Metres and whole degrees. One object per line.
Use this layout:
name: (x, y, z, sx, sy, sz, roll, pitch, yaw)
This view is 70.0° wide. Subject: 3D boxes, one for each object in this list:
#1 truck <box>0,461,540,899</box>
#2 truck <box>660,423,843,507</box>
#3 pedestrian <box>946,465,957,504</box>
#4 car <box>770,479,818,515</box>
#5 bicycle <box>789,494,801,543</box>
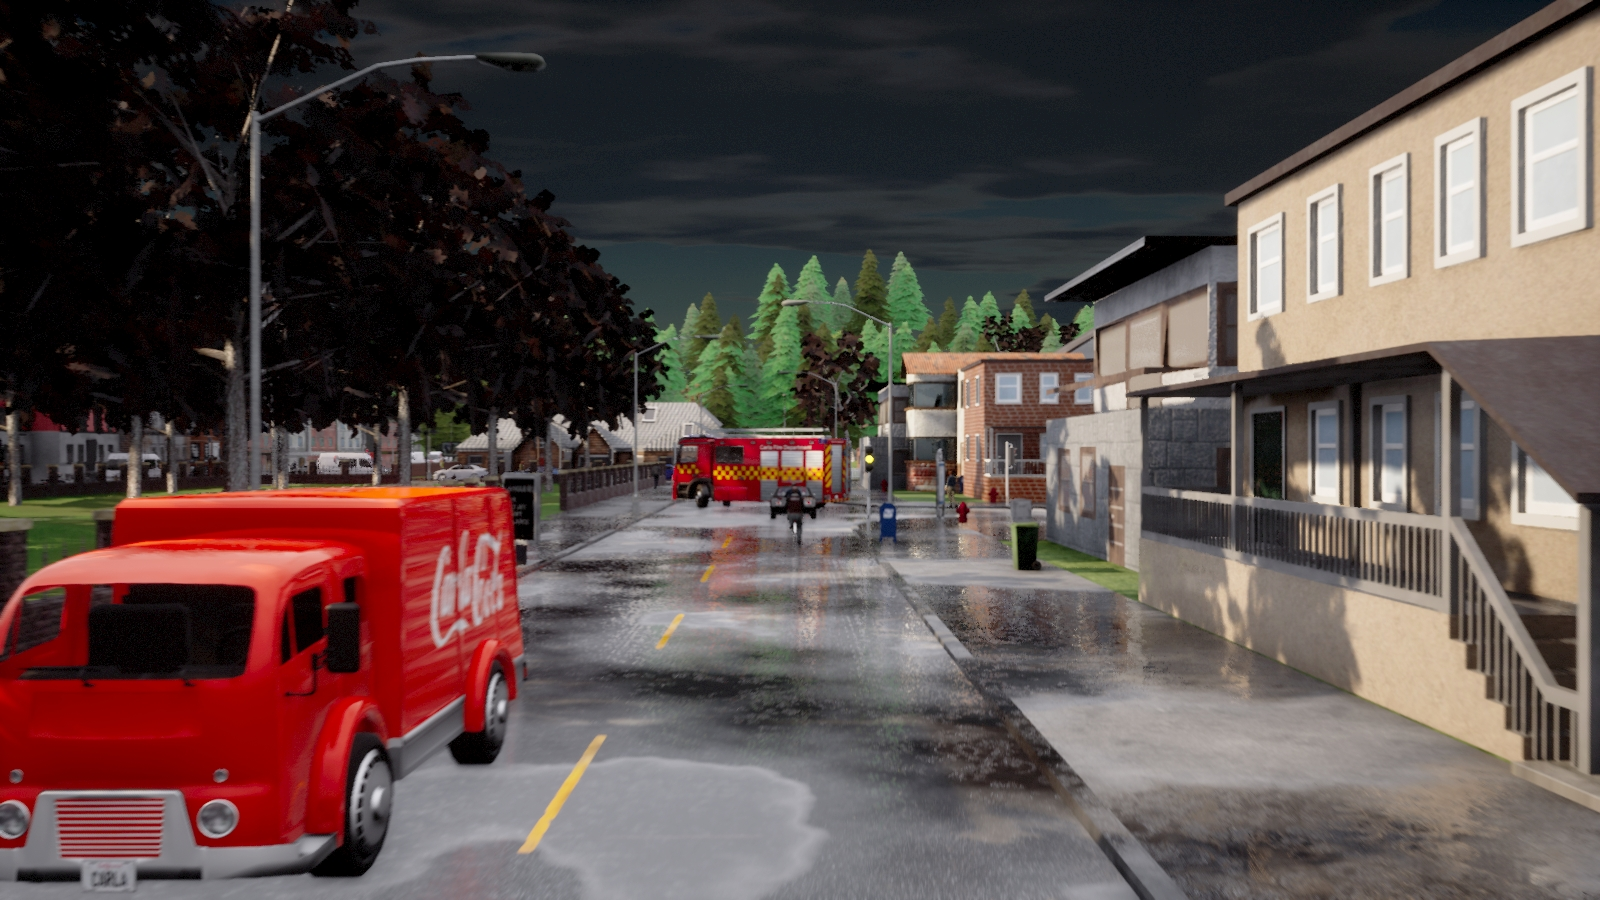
truck: (-3.922, 1.347, 9.011, 2.627, 2.467, 5.204, 0, 0, -1)
truck: (-2.389, 0.669, 55.113, 8.468, 3.827, 2.891, 0, 0, 27)
pedestrian: (7.251, 1.630, 54.615, 0.375, 1.860, 0.375, 0, 0, -33)
car: (-0.256, 1.935, 47.695, 1.895, 1.301, 4.718, 0, 0, -1)
bicycle: (-0.159, 1.940, 32.727, 0.329, 1.271, 1.835, 0, 0, -1)
